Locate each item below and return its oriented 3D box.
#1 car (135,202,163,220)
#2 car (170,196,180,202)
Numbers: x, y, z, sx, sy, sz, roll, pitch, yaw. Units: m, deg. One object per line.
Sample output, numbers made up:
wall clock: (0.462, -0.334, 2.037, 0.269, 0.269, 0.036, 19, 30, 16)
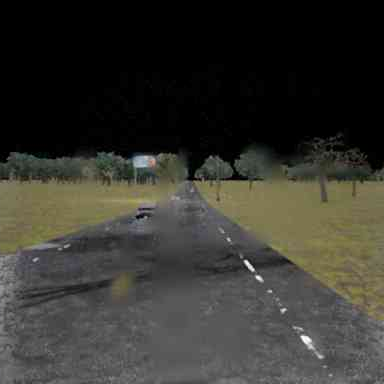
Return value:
car: (-3.587, 1.584, 28.600, 2.033, 1.411, 5.357, 0, 0, 0)
car: (-3.475, 1.445, 68.910, 1.895, 1.301, 4.718, 0, 1, 0)
